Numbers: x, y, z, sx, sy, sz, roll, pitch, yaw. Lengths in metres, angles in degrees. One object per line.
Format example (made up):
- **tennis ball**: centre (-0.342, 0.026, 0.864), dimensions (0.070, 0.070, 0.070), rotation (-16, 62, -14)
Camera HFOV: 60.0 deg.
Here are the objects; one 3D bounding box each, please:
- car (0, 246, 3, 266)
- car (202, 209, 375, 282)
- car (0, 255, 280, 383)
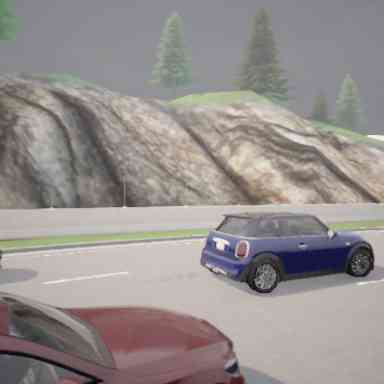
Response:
- **car**: centre (-6.992, 1.384, 7.335), dimensions (4.902, 1.511, 2.128), rotation (0, 0, -36)
- **car**: centre (2.576, 1.290, 8.709), dimensions (4.553, 1.767, 2.097), rotation (0, 1, -26)
- **car**: centre (-1.675, 1.492, 2.346), dimensions (4.674, 1.442, 1.812), rotation (0, 0, -35)
